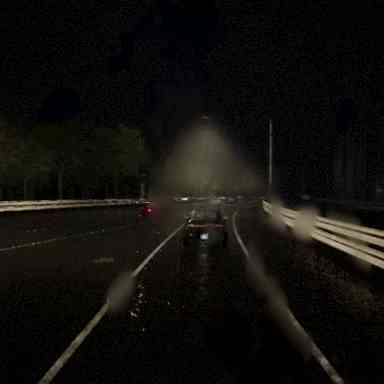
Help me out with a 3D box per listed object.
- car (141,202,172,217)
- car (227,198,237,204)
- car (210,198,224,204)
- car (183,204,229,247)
[{"bbox_3d":[-3.414,1.695,32.913,1.994,1.385,4.181,1,0,16],"label":"car"},{"bbox_3d":[9.608,2.129,79.687,2.033,1.411,5.357,0,0,16],"label":"car"},{"bbox_3d":[4.627,1.934,61.795,1.812,1.442,4.674,0,0,16],"label":"car"},{"bbox_3d":[0.666,1.564,15.517,2.128,1.511,4.902,0,0,4],"label":"car"}]
